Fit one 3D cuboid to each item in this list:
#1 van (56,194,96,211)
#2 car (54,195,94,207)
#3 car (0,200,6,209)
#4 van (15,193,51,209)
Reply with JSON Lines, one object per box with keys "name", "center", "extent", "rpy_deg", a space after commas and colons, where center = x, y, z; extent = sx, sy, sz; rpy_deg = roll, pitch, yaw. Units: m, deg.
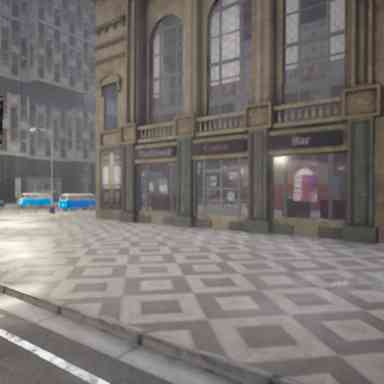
{"name": "van", "center": [-11.646, 1.072, 34.243], "extent": [1.690, 1.788, 3.998], "rpy_deg": [1, 0, 36]}
{"name": "car", "center": [-15.383, 1.195, 43.645], "extent": [1.752, 1.417, 4.829], "rpy_deg": [1, 0, 36]}
{"name": "car", "center": [-21.849, 1.242, 34.664], "extent": [2.008, 1.369, 4.403], "rpy_deg": [1, 0, 36]}
{"name": "van", "center": [-18.565, 1.021, 39.223], "extent": [1.690, 1.788, 3.998], "rpy_deg": [1, 0, 36]}
